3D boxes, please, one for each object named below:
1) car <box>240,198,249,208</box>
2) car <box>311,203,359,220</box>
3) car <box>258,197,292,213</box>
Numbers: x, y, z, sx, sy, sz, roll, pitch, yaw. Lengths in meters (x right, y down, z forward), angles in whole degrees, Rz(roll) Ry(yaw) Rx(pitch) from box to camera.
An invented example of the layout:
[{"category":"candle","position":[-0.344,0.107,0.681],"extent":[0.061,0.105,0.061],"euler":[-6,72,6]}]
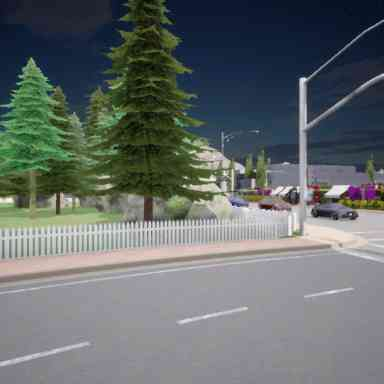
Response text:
[{"category":"car","position":[6.409,1.531,47.613],"extent":[1.882,1.535,5.008],"euler":[0,0,-17]},{"category":"car","position":[12.090,1.617,28.427],"extent":[1.994,1.385,4.181],"euler":[0,0,-16]},{"category":"car","position":[9.337,1.405,37.718],"extent":[2.097,1.767,4.553],"euler":[0,0,-16]}]
